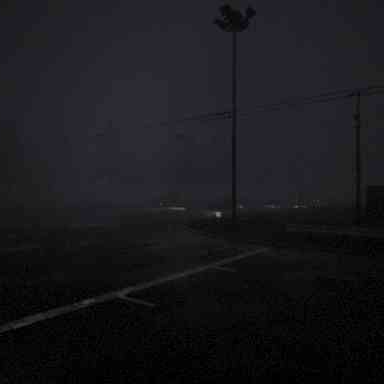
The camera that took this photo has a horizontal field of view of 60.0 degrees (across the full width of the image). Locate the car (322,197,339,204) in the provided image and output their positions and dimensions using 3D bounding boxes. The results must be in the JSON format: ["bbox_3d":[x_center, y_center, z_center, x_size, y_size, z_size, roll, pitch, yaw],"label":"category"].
[{"bbox_3d":[25.584,1.576,62.335,4.718,1.301,1.895,0,0,-38],"label":"car"}]

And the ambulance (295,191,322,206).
[{"bbox_3d":[19.244,1.000,55.713,2.351,2.431,6.366,0,0,36],"label":"ambulance"}]

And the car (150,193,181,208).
[{"bbox_3d":[-3.571,1.161,48.248,2.150,2.045,5.566,0,0,36],"label":"car"}]

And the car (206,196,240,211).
[{"bbox_3d":[3.555,1.486,40.208,1.812,1.442,4.674,0,0,36],"label":"car"}]

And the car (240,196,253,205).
[{"bbox_3d":[9.173,1.426,59.831,1.882,1.535,5.008,0,0,37],"label":"car"}]

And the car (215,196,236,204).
[{"bbox_3d":[6.248,1.466,61.672,1.812,1.442,4.674,0,0,37],"label":"car"}]

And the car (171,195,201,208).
[{"bbox_3d":[-0.547,1.509,46.465,1.994,1.385,4.181,0,0,36],"label":"car"}]

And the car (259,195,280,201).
[{"bbox_3d":[17.235,1.280,73.574,4.718,1.301,1.895,0,0,-37],"label":"car"}]

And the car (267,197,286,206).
[{"bbox_3d":[13.796,1.528,54.207,1.994,1.385,4.181,0,0,37],"label":"car"}]
